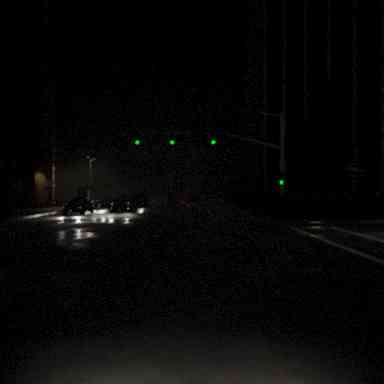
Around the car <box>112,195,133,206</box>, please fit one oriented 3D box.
[{"bbox_3d":[-10.554,1.203,50.756,2.128,1.511,4.902,0,0,0],"label":"car"}]

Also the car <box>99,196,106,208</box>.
[{"bbox_3d":[-10.594,1.261,40.573,2.128,1.511,4.902,0,0,0],"label":"car"}]

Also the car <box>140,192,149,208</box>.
[{"bbox_3d":[-7.088,0.970,44.310,2.150,2.045,5.566,0,0,0],"label":"car"}]

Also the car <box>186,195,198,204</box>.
[{"bbox_3d":[-0.002,1.206,56.361,1.812,1.442,4.674,0,0,0],"label":"car"}]

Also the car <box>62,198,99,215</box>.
[{"bbox_3d":[-10.581,1.348,31.305,1.812,1.442,4.674,0,0,0],"label":"car"}]

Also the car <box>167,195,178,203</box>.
[{"bbox_3d":[-3.385,1.221,57.671,2.033,1.411,5.357,0,0,-1],"label":"car"}]

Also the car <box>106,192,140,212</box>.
[{"bbox_3d":[-7.099,1.154,34.809,2.097,1.767,4.553,0,0,0],"label":"car"}]
